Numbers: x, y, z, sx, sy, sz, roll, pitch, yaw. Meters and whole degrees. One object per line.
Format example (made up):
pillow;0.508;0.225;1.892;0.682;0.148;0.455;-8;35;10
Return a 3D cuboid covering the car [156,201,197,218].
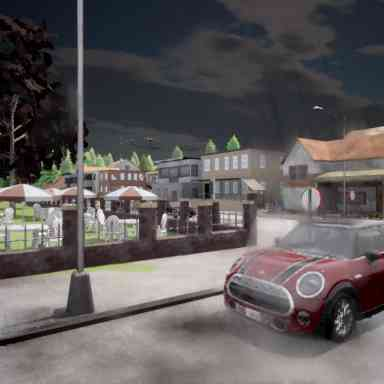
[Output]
car;-1.769;1.547;30.146;2.033;1.411;5.357;0;0;-35

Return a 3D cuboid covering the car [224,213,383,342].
car;2.799;1.352;6.596;4.553;1.767;2.097;0;0;-35

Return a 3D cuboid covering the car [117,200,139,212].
car;-7.651;1.352;38.437;2.097;1.767;4.553;0;0;-35

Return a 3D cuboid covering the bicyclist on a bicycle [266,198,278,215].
bicyclist on a bicycle;7.603;1.349;31.457;1.656;1.620;0.582;0;0;-35
